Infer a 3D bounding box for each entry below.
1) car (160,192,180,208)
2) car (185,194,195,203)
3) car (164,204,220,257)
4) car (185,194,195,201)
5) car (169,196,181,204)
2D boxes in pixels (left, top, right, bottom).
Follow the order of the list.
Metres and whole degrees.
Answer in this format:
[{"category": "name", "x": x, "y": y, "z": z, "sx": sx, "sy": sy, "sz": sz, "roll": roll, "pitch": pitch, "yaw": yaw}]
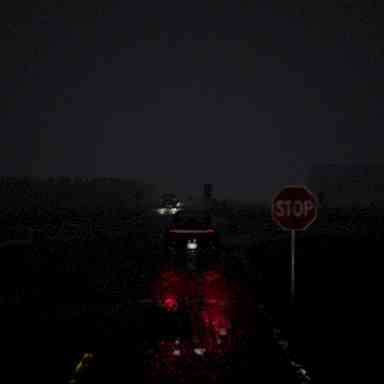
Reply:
[{"category": "car", "x": -3.137, "y": 1.084, "z": 45.517, "sx": 2.150, "sy": 2.045, "sz": 5.566, "roll": 0, "pitch": 0, "yaw": 0}, {"category": "car", "x": -0.444, "y": 1.385, "z": 67.205, "sx": 2.033, "sy": 1.411, "sz": 5.357, "roll": 0, "pitch": 0, "yaw": 0}, {"category": "car", "x": 0.001, "y": 1.448, "z": 12.754, "sx": 2.128, "sy": 1.511, "sz": 4.902, "roll": 0, "pitch": 0, "yaw": 0}, {"category": "car", "x": -0.512, "y": 1.204, "z": 77.624, "sx": 2.128, "sy": 1.511, "sz": 4.902, "roll": 0, "pitch": 0, "yaw": 0}, {"category": "car", "x": -3.190, "y": 1.407, "z": 61.536, "sx": 1.994, "sy": 1.385, "sz": 4.181, "roll": 0, "pitch": 0, "yaw": 0}]
